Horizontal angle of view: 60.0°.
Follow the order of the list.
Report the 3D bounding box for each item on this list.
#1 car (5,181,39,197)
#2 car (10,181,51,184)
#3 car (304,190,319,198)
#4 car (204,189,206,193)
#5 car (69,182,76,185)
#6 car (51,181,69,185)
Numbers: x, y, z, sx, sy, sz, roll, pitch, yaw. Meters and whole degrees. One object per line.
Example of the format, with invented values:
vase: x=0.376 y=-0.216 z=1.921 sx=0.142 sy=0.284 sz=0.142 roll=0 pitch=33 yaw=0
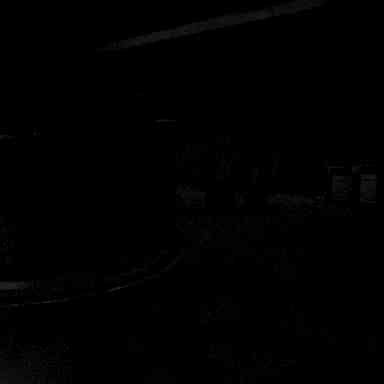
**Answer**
car: x=-21.778 y=-0.461 z=42.437 sx=4.605 sy=1.855 sz=1.932 roll=2 pitch=2 yaw=35
car: x=-17.245 y=-0.175 z=35.220 sx=3.866 sy=1.878 sz=1.905 roll=2 pitch=2 yaw=35
car: x=21.987 y=0.388 z=61.126 sx=1.812 sy=1.442 sz=4.674 roll=2 pitch=2 yaw=35
car: x=4.871 y=-0.310 z=65.612 sx=5.027 sy=1.636 sz=2.152 roll=2 pitch=2 yaw=35
car: x=-25.454 y=-1.276 z=68.077 sx=4.605 sy=1.855 sz=1.932 roll=2 pitch=2 yaw=35
car: x=-26.792 y=-1.250 z=65.465 sx=3.866 sy=1.878 sz=1.905 roll=2 pitch=2 yaw=35
